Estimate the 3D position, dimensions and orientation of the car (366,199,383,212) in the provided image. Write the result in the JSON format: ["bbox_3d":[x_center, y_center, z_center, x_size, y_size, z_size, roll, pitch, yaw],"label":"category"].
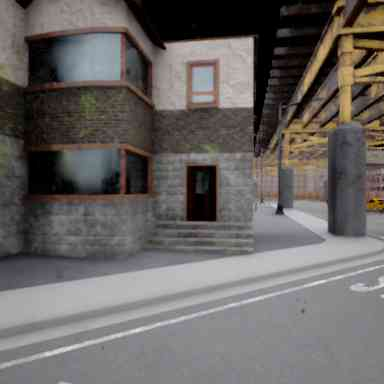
[{"bbox_3d":[22.630,1.538,40.355,1.882,1.535,5.008,0,0,10],"label":"car"}]
